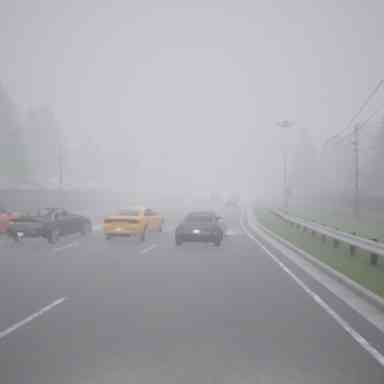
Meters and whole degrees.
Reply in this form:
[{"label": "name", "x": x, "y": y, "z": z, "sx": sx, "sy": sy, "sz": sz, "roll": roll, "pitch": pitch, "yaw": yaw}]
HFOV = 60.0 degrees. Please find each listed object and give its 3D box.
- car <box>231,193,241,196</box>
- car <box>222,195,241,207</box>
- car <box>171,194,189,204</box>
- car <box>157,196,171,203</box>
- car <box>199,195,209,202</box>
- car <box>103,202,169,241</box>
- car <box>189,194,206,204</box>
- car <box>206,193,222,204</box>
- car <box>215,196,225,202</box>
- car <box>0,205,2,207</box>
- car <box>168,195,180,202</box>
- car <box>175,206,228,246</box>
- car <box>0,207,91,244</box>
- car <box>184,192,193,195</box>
[{"label": "car", "x": 9.422, "y": 1.280, "z": 72.184, "sx": 2.150, "sy": 2.045, "sz": 5.566, "roll": 0, "pitch": 0, "yaw": 9}, {"label": "car", "x": 6.078, "y": 1.585, "z": 50.523, "sx": 2.033, "sy": 1.411, "sz": 5.357, "roll": 0, "pitch": 0, "yaw": 9}, {"label": "car", "x": -2.270, "y": 1.639, "z": 65.522, "sx": 1.895, "sy": 1.301, "sz": 4.718, "roll": 0, "pitch": 0, "yaw": 9}, {"label": "car", "x": -5.731, "y": 1.559, "z": 66.042, "sx": 1.812, "sy": 1.442, "sz": 4.674, "roll": 0, "pitch": 0, "yaw": 9}, {"label": "car", "x": 2.753, "y": 1.381, "z": 74.822, "sx": 1.837, "sy": 1.490, "sz": 4.892, "roll": 0, "pitch": 0, "yaw": 9}, {"label": "car", "x": -2.805, "y": 1.485, "z": 16.946, "sx": 1.882, "sy": 1.535, "sz": 5.008, "roll": 0, "pitch": 0, "yaw": 9}, {"label": "car", "x": 1.182, "y": 1.605, "z": 64.942, "sx": 1.994, "sy": 1.385, "sz": 4.181, "roll": 0, "pitch": 0, "yaw": 9}, {"label": "car", "x": 4.578, "y": 1.266, "z": 64.011, "sx": 2.150, "sy": 2.045, "sz": 5.566, "roll": 0, "pitch": 0, "yaw": 9}, {"label": "car", "x": 6.214, "y": 1.480, "z": 74.302, "sx": 1.895, "sy": 1.301, "sz": 4.718, "roll": 0, "pitch": 0, "yaw": 9}, {"label": "car", "x": -10.018, "y": 1.351, "z": 16.173, "sx": 2.097, "sy": 1.767, "sz": 4.553, "roll": 0, "pitch": 0, "yaw": 9}, {"label": "car", "x": -4.160, "y": 1.398, "z": 75.921, "sx": 1.812, "sy": 1.442, "sz": 4.674, "roll": 0, "pitch": 0, "yaw": 9}, {"label": "car", "x": 0.508, "y": 1.574, "z": 15.494, "sx": 1.994, "sy": 1.385, "sz": 4.181, "roll": 0, "pitch": 0, "yaw": 9}, {"label": "car", "x": -6.528, "y": 1.494, "z": 15.817, "sx": 2.128, "sy": 1.511, "sz": 4.902, "roll": 0, "pitch": 0, "yaw": 9}, {"label": "car", "x": -0.699, "y": 1.103, "z": 75.401, "sx": 2.150, "sy": 2.045, "sz": 5.566, "roll": 0, "pitch": 0, "yaw": 9}]
